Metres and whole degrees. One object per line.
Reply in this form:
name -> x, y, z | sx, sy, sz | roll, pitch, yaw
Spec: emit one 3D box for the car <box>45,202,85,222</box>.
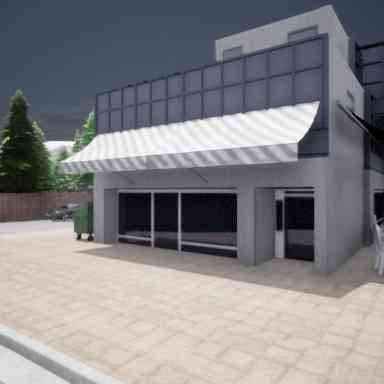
car -> -9.932, 1.668, 28.248 | 1.837, 1.490, 4.892 | 0, 0, 37
